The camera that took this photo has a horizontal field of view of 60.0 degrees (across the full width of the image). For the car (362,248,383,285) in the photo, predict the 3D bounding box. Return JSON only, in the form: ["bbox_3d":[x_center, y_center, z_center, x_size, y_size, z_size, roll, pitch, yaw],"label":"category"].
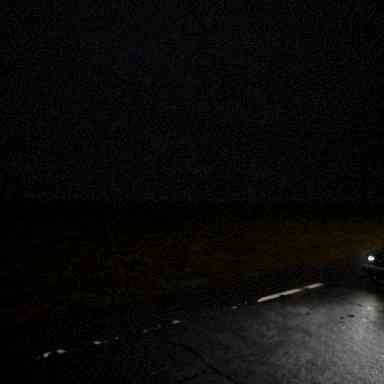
[{"bbox_3d":[6.426,1.686,8.592,4.718,1.301,1.895,1,0,-36],"label":"car"}]
